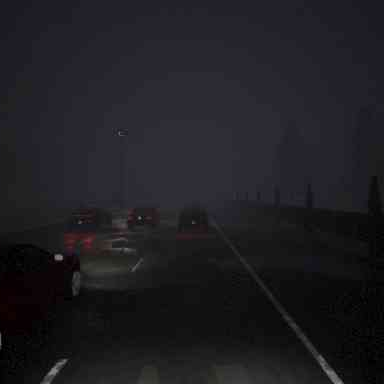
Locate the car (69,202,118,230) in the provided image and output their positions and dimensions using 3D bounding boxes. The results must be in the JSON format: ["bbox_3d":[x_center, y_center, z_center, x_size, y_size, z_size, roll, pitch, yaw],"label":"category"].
[{"bbox_3d":[-6.904,1.695,22.975,2.128,1.511,4.902,0,-1,0],"label":"car"}]

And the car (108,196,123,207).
[{"bbox_3d":[-14.638,1.780,63.640,2.150,2.045,5.566,0,0,-1],"label":"car"}]

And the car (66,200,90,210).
[{"bbox_3d":[-17.876,2.010,52.499,2.033,1.411,5.357,0,0,-1],"label":"car"}]

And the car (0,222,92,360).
[{"bbox_3d":[-3.400,1.527,5.490,1.882,1.535,5.008,0,-1,0],"label":"car"}]

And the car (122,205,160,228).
[{"bbox_3d":[-3.404,1.761,24.119,2.033,1.411,5.357,0,-1,0],"label":"car"}]

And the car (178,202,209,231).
[{"bbox_3d":[0.097,1.674,22.202,1.882,1.535,5.008,0,0,0],"label":"car"}]
